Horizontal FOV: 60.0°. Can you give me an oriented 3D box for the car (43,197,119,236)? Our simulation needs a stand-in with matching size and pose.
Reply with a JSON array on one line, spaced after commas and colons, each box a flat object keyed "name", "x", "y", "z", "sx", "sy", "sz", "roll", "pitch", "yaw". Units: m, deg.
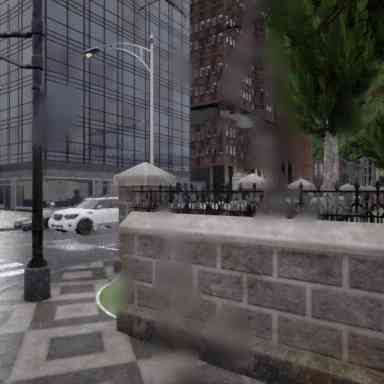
[{"name": "car", "x": -5.508, "y": 1.308, "z": 19.695, "sx": 2.150, "sy": 2.045, "sz": 5.566, "roll": 0, "pitch": 0, "yaw": 36}]

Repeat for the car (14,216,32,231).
[{"name": "car", "x": -8.425, "y": 1.631, "z": 20.205, "sx": 2.008, "sy": 1.369, "sz": 4.403, "roll": 0, "pitch": -1, "yaw": 36}]
